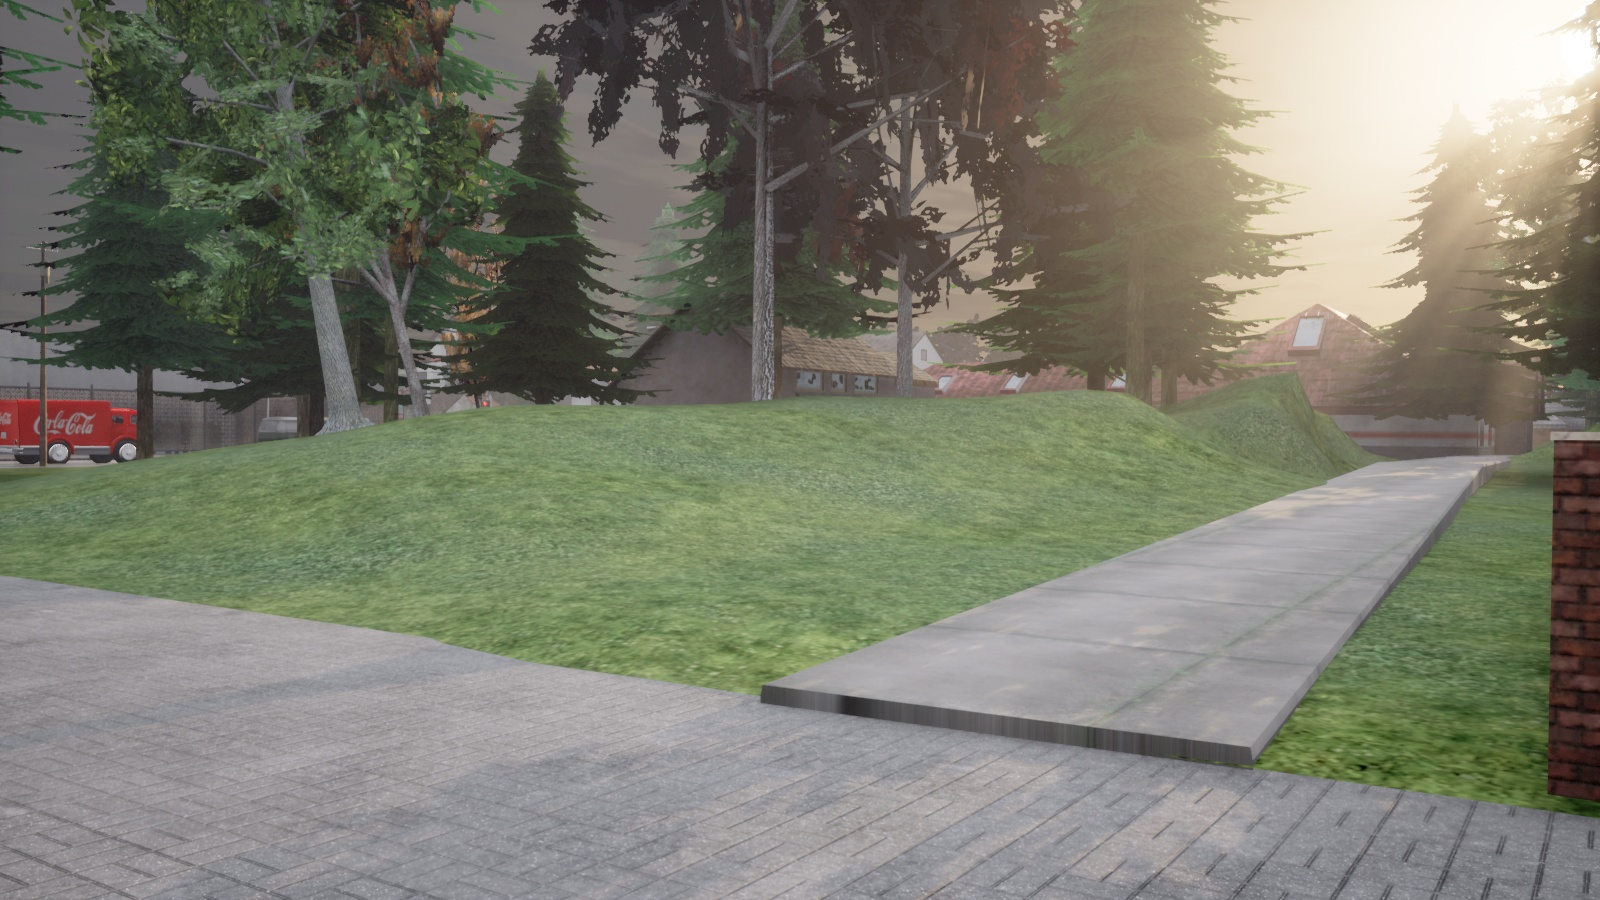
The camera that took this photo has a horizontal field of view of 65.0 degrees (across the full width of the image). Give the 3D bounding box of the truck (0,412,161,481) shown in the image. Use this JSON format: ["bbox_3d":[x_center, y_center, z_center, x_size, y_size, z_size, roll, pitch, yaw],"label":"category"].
[{"bbox_3d":[-27.698,-0.163,47.995,2.627,2.467,5.204,0,1,34],"label":"truck"}]

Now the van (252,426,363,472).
[{"bbox_3d":[-22.077,-0.090,56.452,1.775,1.987,4.442,0,1,33],"label":"van"}]
